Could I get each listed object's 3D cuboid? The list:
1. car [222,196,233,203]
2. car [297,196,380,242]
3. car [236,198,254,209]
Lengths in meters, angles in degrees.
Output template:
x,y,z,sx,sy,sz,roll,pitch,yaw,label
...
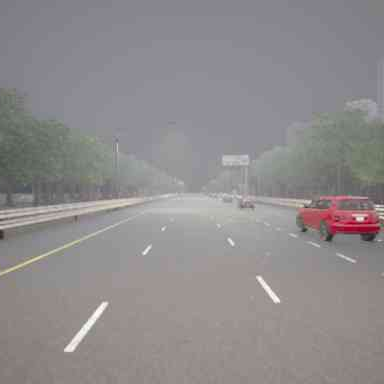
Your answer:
x,y,z,sx,sy,sz,roll,pitch,yaw,label
7.267,1.497,68.684,2.128,1.511,4.902,0,0,0,car
7.018,1.225,16.552,2.150,2.045,5.566,0,0,0,car
7.114,1.538,44.370,1.812,1.442,4.674,0,0,0,car
